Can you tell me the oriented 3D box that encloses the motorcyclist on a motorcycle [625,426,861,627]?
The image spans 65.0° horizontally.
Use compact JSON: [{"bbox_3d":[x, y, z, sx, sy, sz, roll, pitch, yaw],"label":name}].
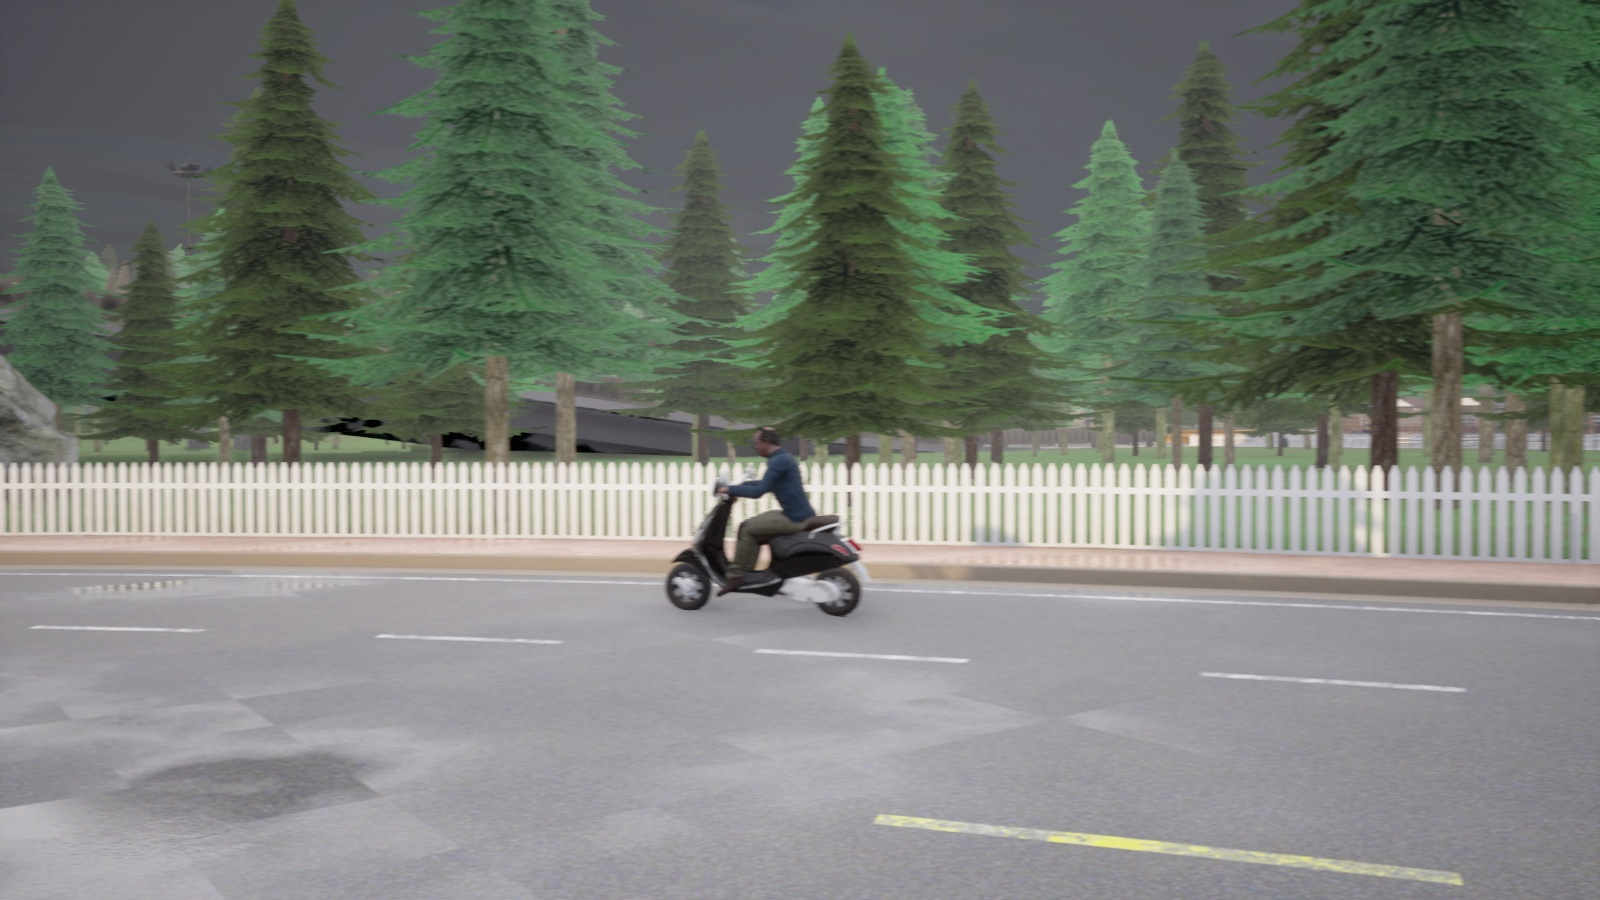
[{"bbox_3d":[-0.464,0.595,10.642,1.817,1.590,0.866,0,1,15],"label":"motorcyclist on a motorcycle"}]
